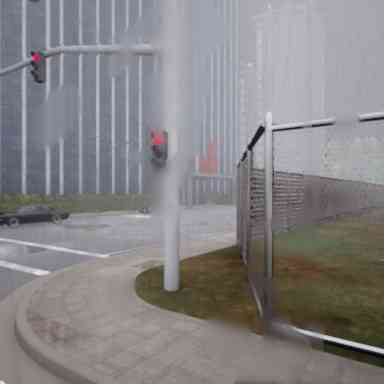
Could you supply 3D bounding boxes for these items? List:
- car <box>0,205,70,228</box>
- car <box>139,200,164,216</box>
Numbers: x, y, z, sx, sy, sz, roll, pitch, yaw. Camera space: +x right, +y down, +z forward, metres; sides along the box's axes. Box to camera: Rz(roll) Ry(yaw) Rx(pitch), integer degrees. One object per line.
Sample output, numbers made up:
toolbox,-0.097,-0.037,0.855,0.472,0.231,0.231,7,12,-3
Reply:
car,-10.709,1.557,22.121,1.895,1.301,4.718,0,0,36
car,-3.252,1.519,32.517,1.994,1.385,4.181,0,0,36
